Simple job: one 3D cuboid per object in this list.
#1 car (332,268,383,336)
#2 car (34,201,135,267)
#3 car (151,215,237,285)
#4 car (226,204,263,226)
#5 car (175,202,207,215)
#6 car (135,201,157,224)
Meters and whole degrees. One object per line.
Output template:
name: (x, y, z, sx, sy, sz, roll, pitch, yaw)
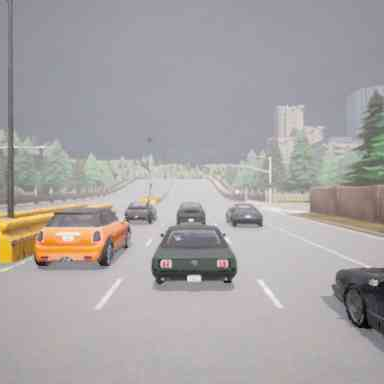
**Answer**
car: (3.576, 1.529, 3.813, 2.033, 1.411, 5.357, 0, 0, -1)
car: (-3.483, 1.308, 11.429, 2.097, 1.767, 4.553, 0, 1, 0)
car: (0.030, 1.561, 9.371, 1.895, 1.301, 4.718, 0, 0, -1)
car: (3.428, 1.469, 22.313, 1.994, 1.385, 4.181, 0, 0, 0)
car: (-0.070, 1.413, 22.062, 1.837, 1.490, 4.892, 0, 0, 0)
car: (-3.584, 1.394, 23.743, 2.128, 1.511, 4.902, 0, 0, 0)
